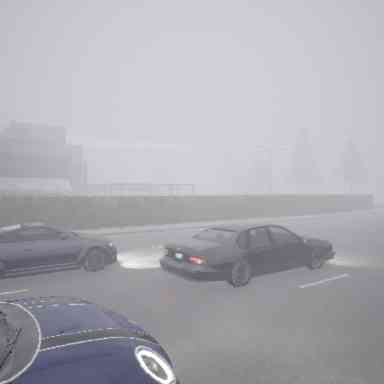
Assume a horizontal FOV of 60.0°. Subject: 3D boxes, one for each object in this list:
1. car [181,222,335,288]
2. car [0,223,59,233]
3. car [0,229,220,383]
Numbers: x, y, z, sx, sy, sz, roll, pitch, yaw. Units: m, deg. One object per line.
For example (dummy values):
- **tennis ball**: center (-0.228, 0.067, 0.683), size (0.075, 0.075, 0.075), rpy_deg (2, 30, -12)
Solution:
- **car**: center (1.725, 1.547, 9.270), size (5.357, 1.411, 2.033), rpy_deg (0, 0, -35)
- **car**: center (-4.265, 1.564, 9.302), size (4.181, 1.385, 1.994), rpy_deg (0, 0, -35)
- **car**: center (-2.265, 1.352, 2.133), size (4.553, 1.767, 2.097), rpy_deg (0, 0, -35)
